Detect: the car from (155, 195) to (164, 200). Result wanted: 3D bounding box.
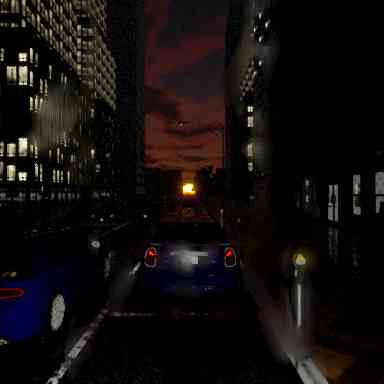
[{"bbox_3d":[-8.832,1.504,89.799,1.947,1.339,4.313,0,0,0],"label":"car"}]

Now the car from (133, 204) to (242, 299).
[{"bbox_3d":[-0.032,1.352,8.619,2.097,1.767,4.553,0,0,0],"label":"car"}]

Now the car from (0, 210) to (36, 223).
[{"bbox_3d":[-8.833,1.563,15.800,1.947,1.339,4.313,0,0,0],"label":"car"}]

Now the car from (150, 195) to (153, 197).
[{"bbox_3d":[-8.832,1.550,61.338,1.802,1.307,4.206,0,0,0],"label":"car"}]

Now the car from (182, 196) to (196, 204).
[{"bbox_3d":[-0.452,1.548,44.248,1.947,1.339,4.313,0,0,0],"label":"car"}]

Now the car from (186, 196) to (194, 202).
[{"bbox_3d":[-0.452,1.533,78.399,1.802,1.307,4.206,0,0,0],"label":"car"}]

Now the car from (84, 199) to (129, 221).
[{"bbox_3d":[-6.246,1.541,25.654,2.033,1.411,5.357,0,0,0],"label":"car"}]

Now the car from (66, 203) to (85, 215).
[{"bbox_3d":[-8.832,1.575,27.183,1.802,1.307,4.206,0,0,0],"label":"car"}]

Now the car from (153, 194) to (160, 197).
[{"bbox_3d":[-8.832,1.391,78.413,1.967,1.590,4.097,0,0,0],"label":"car"}]

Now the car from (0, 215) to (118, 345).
[{"bbox_3d":[-3.049,1.477,6.650,1.882,1.535,5.008,0,0,0],"label":"car"}]

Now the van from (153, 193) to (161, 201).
[{"bbox_3d":[-8.831,1.285,84.106,1.690,1.788,3.998,0,0,0],"label":"van"}]

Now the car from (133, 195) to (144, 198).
[{"bbox_3d":[-8.833,1.523,49.953,1.887,1.381,4.507,0,0,0],"label":"car"}]

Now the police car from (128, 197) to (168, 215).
[{"bbox_3d":[-3.145,1.419,24.945,1.930,1.638,5.238,0,0,0],"label":"police car"}]

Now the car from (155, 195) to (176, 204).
[{"bbox_3d":[-3.045,1.476,41.196,2.128,1.511,4.902,0,0,0],"label":"car"}]
